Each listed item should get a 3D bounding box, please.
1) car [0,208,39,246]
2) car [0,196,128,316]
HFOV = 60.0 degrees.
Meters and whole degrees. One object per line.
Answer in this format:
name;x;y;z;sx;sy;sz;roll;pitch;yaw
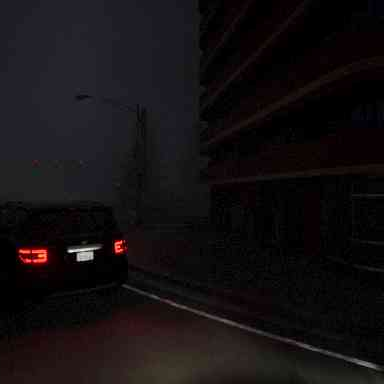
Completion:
car;-8.449;1.564;15.879;1.994;1.385;4.181;0;0;-26
car;-3.583;1.221;7.907;2.150;2.045;5.566;0;0;-40
